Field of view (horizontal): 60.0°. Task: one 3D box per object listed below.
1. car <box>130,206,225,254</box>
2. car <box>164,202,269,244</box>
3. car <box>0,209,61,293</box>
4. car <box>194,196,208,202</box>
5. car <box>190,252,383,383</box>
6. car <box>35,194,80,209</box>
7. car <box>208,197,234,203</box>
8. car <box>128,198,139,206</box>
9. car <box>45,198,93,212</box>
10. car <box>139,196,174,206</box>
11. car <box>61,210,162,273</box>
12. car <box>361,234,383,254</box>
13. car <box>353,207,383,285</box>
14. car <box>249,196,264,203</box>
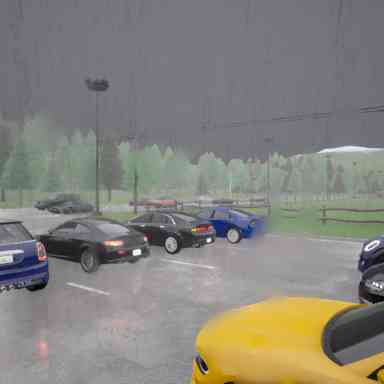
[{"bbox_3d":[-1.356,1.505,13.502,4.892,1.490,1.837,0,0,36],"label":"car"},{"bbox_3d":[1.164,1.478,15.996,5.008,1.535,1.882,0,0,36],"label":"car"},{"bbox_3d":[-5.400,1.352,7.785,4.553,1.767,2.097,0,0,36],"label":"car"},{"bbox_3d":[2.150,1.526,64.932,1.812,1.442,4.674,0,0,37],"label":"car"},{"bbox_3d":[2.289,1.478,2.362,5.008,1.535,1.882,0,0,35],"label":"car"},{"bbox_3d":[-15.871,1.222,39.932,2.150,2.045,5.566,0,0,34],"label":"car"},{"bbox_3d":[5.236,1.601,57.352,1.895,1.301,4.718,0,0,36],"label":"car"},{"bbox_3d":[-7.849,1.563,51.305,1.994,1.385,4.181,0,0,36],"label":"car"},{"bbox_3d":[-11.933,1.565,33.102,1.994,1.385,4.181,0,0,32],"label":"car"},{"bbox_3d":[-4.355,1.352,44.207,2.097,1.767,4.553,0,0,36],"label":"car"},{"bbox_3d":[-3.408,1.526,10.665,4.674,1.442,1.812,0,0,36],"label":"car"},{"bbox_3d":[5.069,1.491,4.677,4.902,1.511,2.128,0,0,35],"label":"car"},{"bbox_3d":[6.524,1.352,7.937,4.553,1.767,2.097,0,0,35],"label":"car"},{"bbox_3d":[13.345,1.520,68.322,1.812,1.442,4.674,0,0,36],"label":"car"}]
